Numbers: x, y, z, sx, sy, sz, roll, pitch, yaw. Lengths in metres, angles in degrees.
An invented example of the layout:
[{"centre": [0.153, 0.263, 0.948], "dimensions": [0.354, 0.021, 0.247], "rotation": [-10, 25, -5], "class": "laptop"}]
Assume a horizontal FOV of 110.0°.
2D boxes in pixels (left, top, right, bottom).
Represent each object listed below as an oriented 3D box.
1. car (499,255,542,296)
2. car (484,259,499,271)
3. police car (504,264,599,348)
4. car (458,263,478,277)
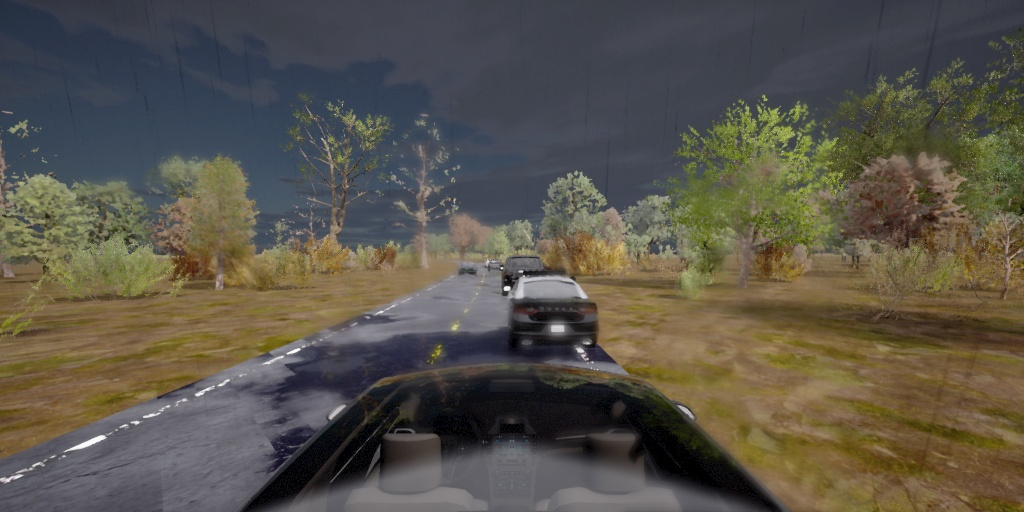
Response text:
[{"centre": [0.531, 0.972, 19.343], "dimensions": [2.150, 2.045, 5.566], "rotation": [0, 0, -2], "class": "car"}, {"centre": [-2.312, 1.240, 48.030], "dimensions": [2.128, 1.511, 4.902], "rotation": [0, 0, -5], "class": "car"}, {"centre": [0.820, 1.174, 9.378], "dimensions": [1.930, 1.638, 5.238], "rotation": [0, 0, -1], "class": "police car"}, {"centre": [-4.313, 1.349, 35.397], "dimensions": [1.895, 1.301, 4.718], "rotation": [0, 0, -4], "class": "car"}]
